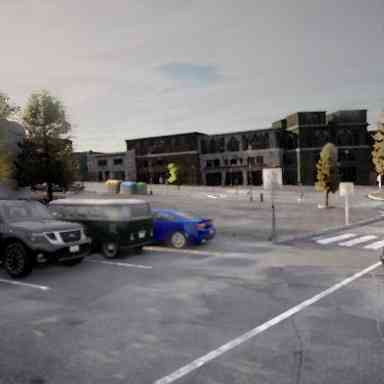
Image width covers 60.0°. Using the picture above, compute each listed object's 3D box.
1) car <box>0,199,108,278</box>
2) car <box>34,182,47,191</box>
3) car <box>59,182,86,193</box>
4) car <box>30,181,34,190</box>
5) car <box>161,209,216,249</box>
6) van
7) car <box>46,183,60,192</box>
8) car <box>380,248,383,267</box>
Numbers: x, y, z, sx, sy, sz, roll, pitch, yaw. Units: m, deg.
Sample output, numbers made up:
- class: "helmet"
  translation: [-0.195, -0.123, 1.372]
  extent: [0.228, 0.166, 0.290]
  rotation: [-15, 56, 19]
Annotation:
- class: "car"
  translation: [-5.682, 1.226, 10.258]
  extent: [5.566, 2.045, 2.435]
  rotation: [-1, -1, 26]
- class: "car"
  translation: [-24.787, -0.944, 57.996]
  extent: [2.002, 1.452, 4.674]
  rotation: [0, 6, 5]
- class: "car"
  translation: [-19.446, -0.680, 55.445]
  extent: [2.163, 1.488, 4.792]
  rotation: [1, 6, 6]
- class: "car"
  translation: [-27.466, -1.116, 59.221]
  extent: [2.097, 1.535, 5.008]
  rotation: [1, 6, 5]
- class: "car"
  translation: [-1.415, 1.479, 14.452]
  extent: [5.008, 1.535, 2.097]
  rotation: [-1, 0, 26]
- class: "van"
  translation: [-3.671, 1.254, 12.410]
  extent: [4.442, 1.987, 1.878]
  rotation: [-1, 0, 26]
- class: "car"
  translation: [-22.104, -0.851, 56.753]
  extent: [2.231, 1.521, 4.892]
  rotation: [1, 6, 6]
- class: "car"
  translation: [7.246, 1.543, 9.943]
  extent: [2.033, 1.411, 5.357]
  rotation: [0, 0, 44]
